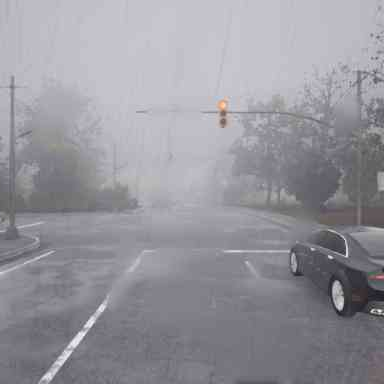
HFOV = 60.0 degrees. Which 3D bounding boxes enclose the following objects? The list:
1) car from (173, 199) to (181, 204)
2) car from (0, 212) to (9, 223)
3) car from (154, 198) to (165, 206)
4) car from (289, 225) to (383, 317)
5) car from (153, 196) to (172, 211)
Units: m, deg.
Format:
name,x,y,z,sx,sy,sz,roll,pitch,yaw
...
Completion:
name,x,y,z,sx,sy,sz,roll,pitch,yaw
car,-4.368,2.429,83.174,1.895,1.301,4.718,0,-1,-22
car,-15.474,1.674,23.045,4.718,1.301,1.895,-1,0,-3
car,-6.316,1.955,64.226,1.837,1.490,4.892,0,-1,-10
car,3.599,1.504,7.441,1.837,1.490,4.892,0,0,1
car,-3.930,1.615,42.683,2.033,1.411,5.357,0,-1,-3
